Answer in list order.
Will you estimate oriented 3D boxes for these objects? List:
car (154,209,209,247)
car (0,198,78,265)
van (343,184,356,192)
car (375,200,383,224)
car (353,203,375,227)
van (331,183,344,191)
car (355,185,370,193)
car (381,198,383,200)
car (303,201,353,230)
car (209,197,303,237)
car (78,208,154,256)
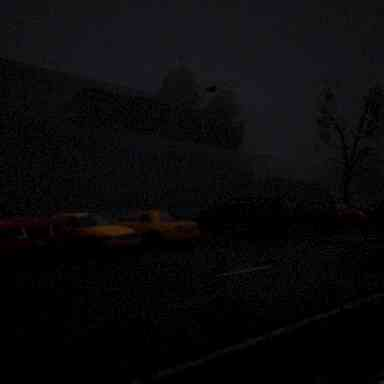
[{"bbox_3d":[-2.146,1.508,15.218,5.366,1.575,1.946,-1,-1,35],"label":"car"},{"bbox_3d":[-6.852,1.243,11.626,5.566,2.045,2.435,-1,-1,34],"label":"car"},{"bbox_3d":[38.592,-0.987,80.128,1.878,1.987,4.442,8,3,35],"label":"van"},{"bbox_3d":[12.668,1.613,25.573,4.892,1.521,2.231,-1,-1,35],"label":"car"},{"bbox_3d":[10.203,1.463,23.847,4.553,1.767,2.185,-1,-1,34],"label":"car"},{"bbox_3d":[36.864,-1.260,82.600,1.878,1.987,4.442,8,3,35],"label":"van"},{"bbox_3d":[40.349,-0.488,77.764,2.231,1.521,4.892,7,3,35],"label":"car"},{"bbox_3d":[17.534,1.411,29.065,5.566,2.045,2.435,-1,-1,35],"label":"car"},{"bbox_3d":[7.808,1.441,22.063,4.553,1.767,2.185,-1,-1,35],"label":"car"},{"bbox_3d":[2.868,1.281,18.612,5.566,2.045,2.435,-1,-1,35],"label":"car"},{"bbox_3d":[-4.278,1.494,13.272,5.366,1.575,1.946,-1,-1,35],"label":"car"}]
